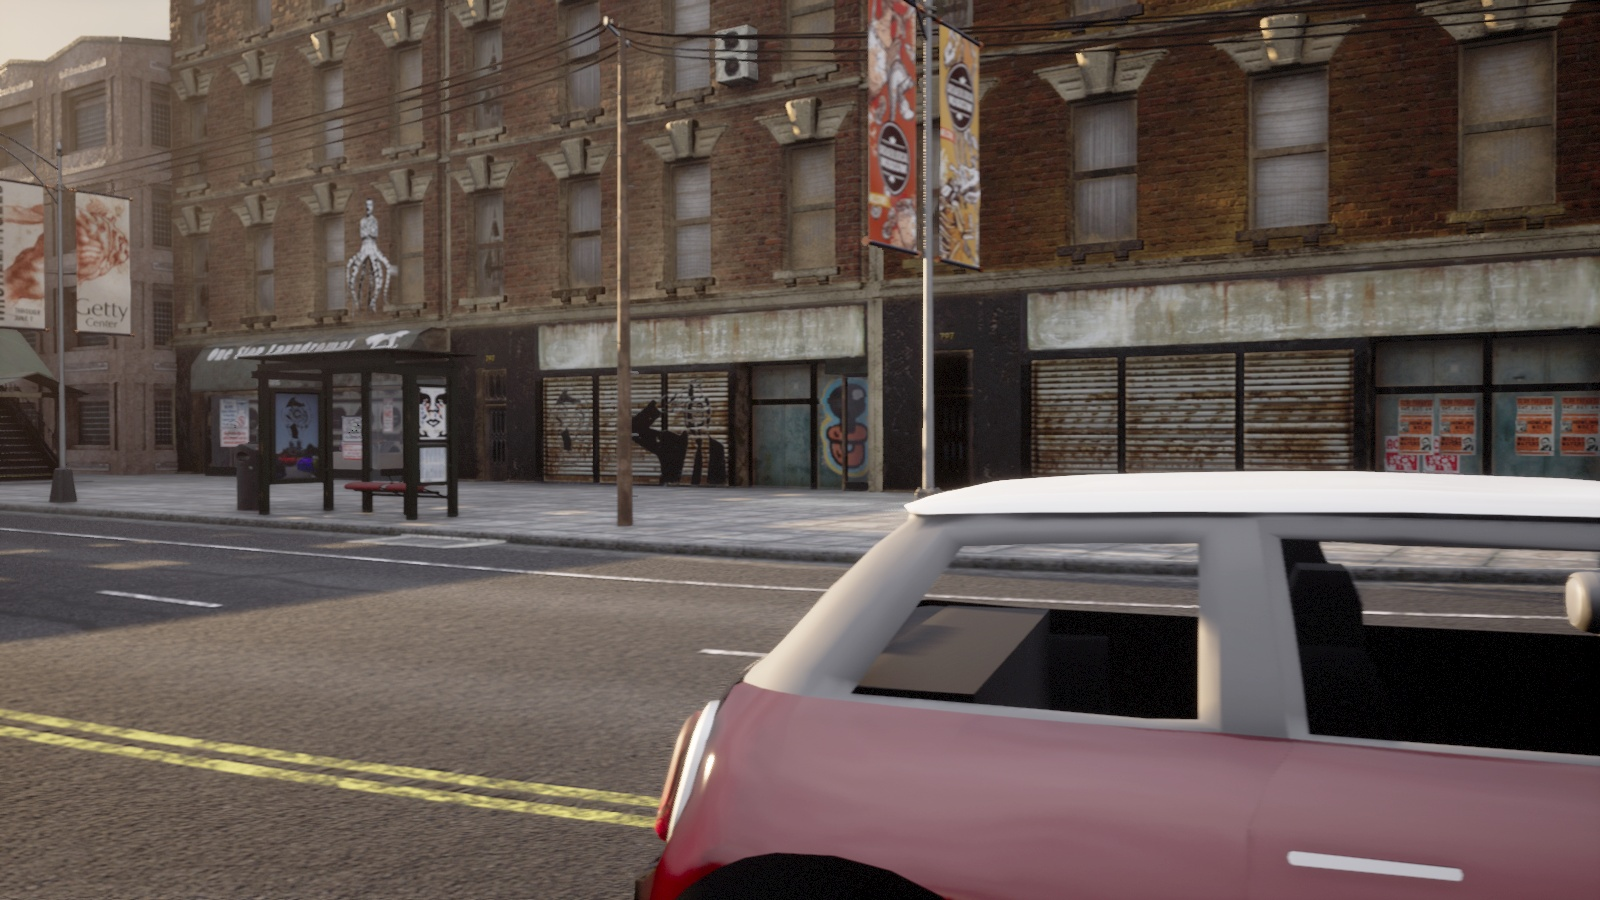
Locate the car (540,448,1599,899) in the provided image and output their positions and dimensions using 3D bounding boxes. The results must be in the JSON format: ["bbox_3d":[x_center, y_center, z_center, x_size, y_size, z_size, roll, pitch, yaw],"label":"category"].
[{"bbox_3d":[1.632,0.759,2.679,3.806,1.475,1.970,1,1,18],"label":"car"}]
